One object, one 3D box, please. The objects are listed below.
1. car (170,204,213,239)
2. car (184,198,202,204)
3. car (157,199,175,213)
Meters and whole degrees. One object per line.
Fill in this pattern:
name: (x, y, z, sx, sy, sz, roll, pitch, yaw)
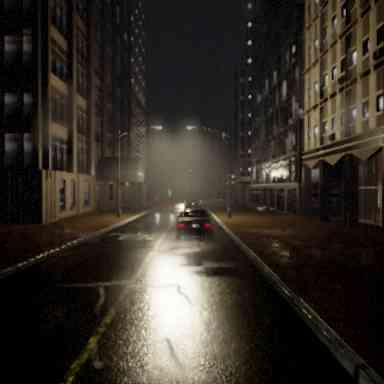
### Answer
car: (0.107, 1.593, 17.630, 2.033, 1.411, 5.357, 0, 0, 0)
car: (0.116, 1.469, 41.599, 2.097, 1.767, 4.553, 0, 0, 0)
car: (-2.986, 1.585, 39.063, 1.882, 1.535, 5.008, 0, 0, 0)
